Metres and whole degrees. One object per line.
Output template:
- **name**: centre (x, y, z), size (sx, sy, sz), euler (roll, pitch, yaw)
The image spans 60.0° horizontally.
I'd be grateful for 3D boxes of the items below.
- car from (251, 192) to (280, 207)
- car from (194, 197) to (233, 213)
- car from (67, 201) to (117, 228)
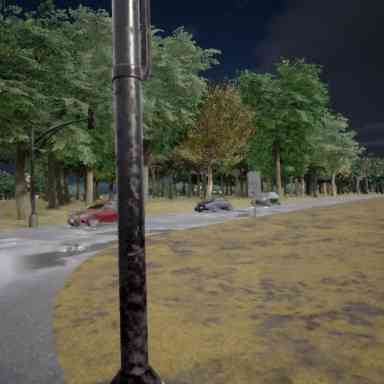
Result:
- **car**: centre (8.770, 0.797, 39.696), size (2.097, 1.767, 4.553), euler (-3, -1, 37)
- **car**: centre (2.036, 1.180, 30.847), size (1.994, 1.385, 4.181), euler (-3, -1, 37)
- **car**: centre (-5.500, 1.340, 20.853), size (1.812, 1.442, 4.674), euler (-3, -1, 36)
